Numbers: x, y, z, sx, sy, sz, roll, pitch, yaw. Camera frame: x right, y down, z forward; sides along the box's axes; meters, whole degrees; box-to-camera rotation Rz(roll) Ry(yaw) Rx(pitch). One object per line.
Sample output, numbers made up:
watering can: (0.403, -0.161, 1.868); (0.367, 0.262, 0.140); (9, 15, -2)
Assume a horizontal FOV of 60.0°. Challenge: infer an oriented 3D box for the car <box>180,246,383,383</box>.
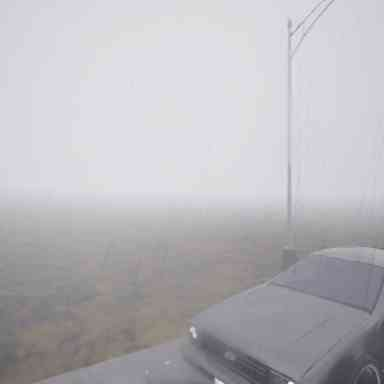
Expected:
car: (2.484, 1.573, 4.842); (5.357, 1.411, 2.033); (0, 0, -35)
